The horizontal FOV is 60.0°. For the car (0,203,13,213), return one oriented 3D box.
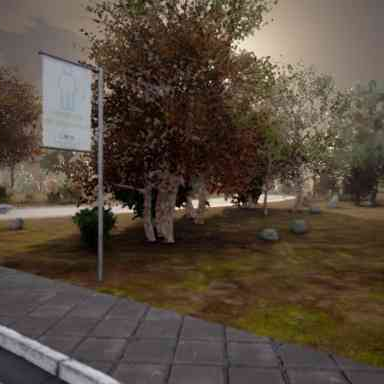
[{"bbox_3d":[-21.219,1.588,34.236,1.895,1.301,4.718,0,0,39],"label":"car"}]
